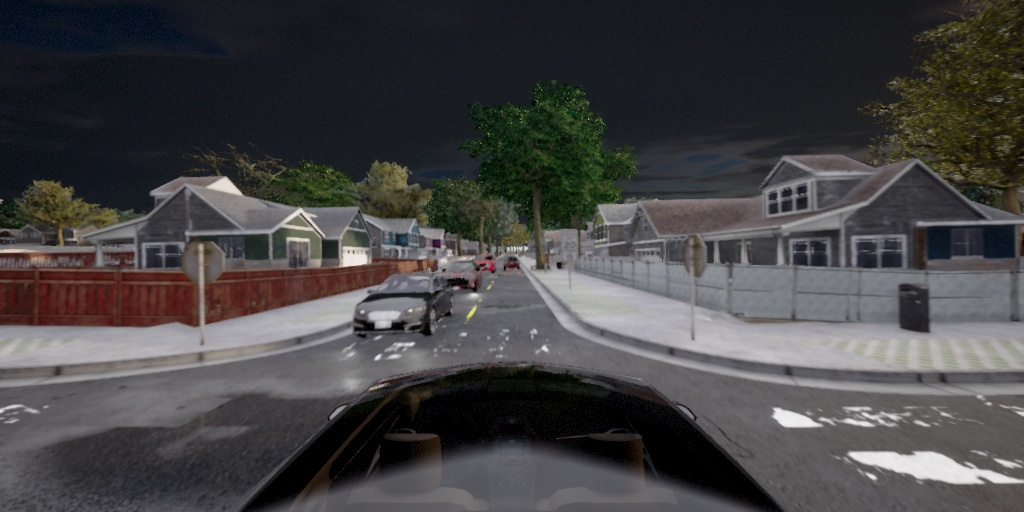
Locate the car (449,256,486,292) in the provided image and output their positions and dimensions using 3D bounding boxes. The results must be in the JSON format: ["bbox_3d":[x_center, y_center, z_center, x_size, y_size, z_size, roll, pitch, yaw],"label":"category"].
[{"bbox_3d":[-2.885,1.065,20.808,2.097,1.767,4.553,-1,0,0],"label":"car"}]

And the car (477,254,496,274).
[{"bbox_3d":[-2.887,0.827,38.336,2.150,2.045,5.566,-1,0,0],"label":"car"}]

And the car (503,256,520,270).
[{"bbox_3d":[-0.055,0.830,45.739,2.097,1.767,4.553,-1,0,0],"label":"car"}]

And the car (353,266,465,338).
[{"bbox_3d":[-2.859,1.240,10.370,2.128,1.511,4.902,-1,0,0],"label":"car"}]
